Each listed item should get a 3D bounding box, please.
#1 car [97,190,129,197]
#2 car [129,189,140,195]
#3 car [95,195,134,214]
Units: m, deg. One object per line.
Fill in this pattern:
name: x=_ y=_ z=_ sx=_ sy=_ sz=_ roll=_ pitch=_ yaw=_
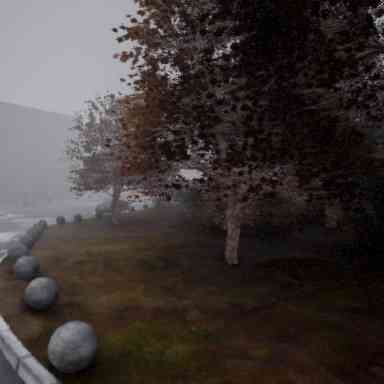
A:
car: x=-13.646 y=0.443 z=55.868 sx=1.946 sy=1.575 sz=5.366 roll=-1 pitch=3 yaw=31
car: x=-10.786 y=0.116 z=60.581 sx=1.946 sy=1.575 sz=5.366 roll=-1 pitch=3 yaw=31
car: x=-7.885 y=1.386 z=33.762 sx=1.994 sy=1.385 sz=4.181 roll=-1 pitch=2 yaw=22
